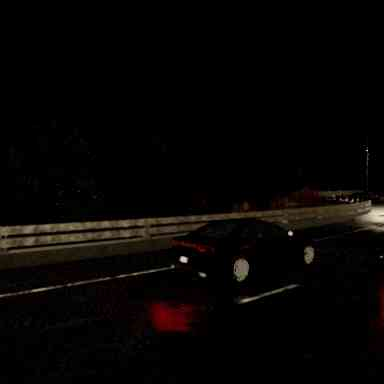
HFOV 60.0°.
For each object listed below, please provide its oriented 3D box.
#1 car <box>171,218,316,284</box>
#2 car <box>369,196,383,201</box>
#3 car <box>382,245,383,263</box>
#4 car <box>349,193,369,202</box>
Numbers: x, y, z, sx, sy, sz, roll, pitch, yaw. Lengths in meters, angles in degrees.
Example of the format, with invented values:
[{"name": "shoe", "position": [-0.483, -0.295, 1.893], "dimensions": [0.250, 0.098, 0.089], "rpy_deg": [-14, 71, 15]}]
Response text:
[{"name": "car", "position": [1.710, 1.510, 9.782], "dimensions": [5.008, 1.535, 1.882], "rpy_deg": [0, 0, -39]}, {"name": "car", "position": [43.413, 1.582, 80.414], "dimensions": [1.994, 1.385, 4.181], "rpy_deg": [0, 0, 4]}, {"name": "car", "position": [7.440, 1.523, 10.089], "dimensions": [4.892, 1.490, 1.837], "rpy_deg": [0, 0, -42]}, {"name": "car", "position": [39.933, 1.267, 80.806], "dimensions": [2.150, 2.045, 5.566], "rpy_deg": [0, 0, 4]}]
